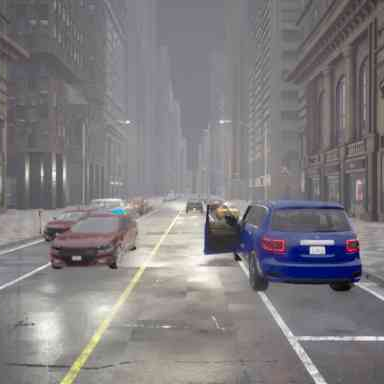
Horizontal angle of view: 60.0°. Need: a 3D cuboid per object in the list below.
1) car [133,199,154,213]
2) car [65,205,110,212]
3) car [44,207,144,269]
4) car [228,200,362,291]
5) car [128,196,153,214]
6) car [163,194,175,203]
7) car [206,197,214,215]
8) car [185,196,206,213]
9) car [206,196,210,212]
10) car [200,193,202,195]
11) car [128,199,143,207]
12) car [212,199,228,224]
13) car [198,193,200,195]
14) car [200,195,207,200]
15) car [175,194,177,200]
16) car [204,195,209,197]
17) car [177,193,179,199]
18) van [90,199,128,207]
[{"bbox_3d":[-5.549,1.535,38.677,1.752,1.417,4.829,0,0,0],"label":"car"},{"bbox_3d":[-5.674,1.547,16.373,1.887,1.381,4.507,0,0,0],"label":"car"},{"bbox_3d":[-3.041,1.479,11.308,1.882,1.535,5.008,0,0,0],"label":"car"},{"bbox_3d":[2.442,1.222,9.117,2.150,2.045,5.566,0,0,0],"label":"car"},{"bbox_3d":[-5.579,1.323,33.229,2.192,1.841,5.009,0,0,0],"label":"car"},{"bbox_3d":[-5.359,1.615,72.556,1.802,1.307,4.206,0,0,0],"label":"car"},{"bbox_3d":[2.977,1.591,38.812,1.802,1.307,4.206,0,0,0],"label":"car"},{"bbox_3d":[0.276,1.514,36.747,1.837,1.490,4.892,0,0,0],"label":"car"},{"bbox_3d":[3.009,1.593,44.430,1.802,1.307,4.206,0,0,0],"label":"car"},{"bbox_3d":[3.166,1.473,72.524,1.967,1.590,4.097,0,0,0],"label":"car"},{"bbox_3d":[-5.611,1.557,27.610,2.008,1.369,4.403,0,0,0],"label":"car"},{"bbox_3d":[2.915,1.531,27.744,1.752,1.417,4.829,0,0,0],"label":"car"},{"bbox_3d":[3.230,1.357,83.761,2.192,1.841,5.009,0,0,0],"label":"car"},{"bbox_3d":[3.293,1.603,94.999,2.008,1.369,4.403,0,0,0],"label":"car"},{"bbox_3d":[-5.327,1.603,78.175,1.947,1.339,4.313,0,0,0],"label":"car"},{"bbox_3d":[3.041,1.540,50.219,1.752,1.417,4.829,0,0,0],"label":"car"},{"bbox_3d":[-5.264,1.592,89.411,1.887,1.381,4.507,0,0,0],"label":"car"},{"bbox_3d":[-5.643,1.345,21.992,1.690,1.788,3.998,0,0,0],"label":"van"}]
